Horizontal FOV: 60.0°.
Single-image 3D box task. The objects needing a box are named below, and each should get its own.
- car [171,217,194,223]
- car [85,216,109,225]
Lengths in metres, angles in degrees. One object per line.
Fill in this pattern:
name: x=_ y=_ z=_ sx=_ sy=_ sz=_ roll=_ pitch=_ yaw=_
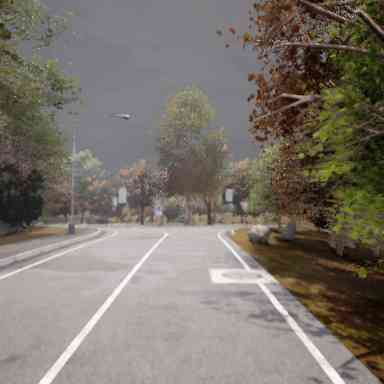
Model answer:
car: x=-1.982 y=6.032 z=70.851 sx=4.892 sy=1.490 sz=1.837 roll=1 pitch=-5 yaw=-1
car: x=-17.691 y=5.223 z=62.032 sx=2.097 sy=1.767 sz=4.553 roll=-2 pitch=-5 yaw=29
